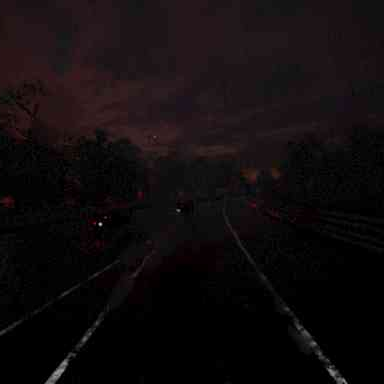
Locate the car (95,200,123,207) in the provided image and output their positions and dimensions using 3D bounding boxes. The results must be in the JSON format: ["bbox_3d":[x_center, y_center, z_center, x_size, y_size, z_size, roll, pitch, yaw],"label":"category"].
[{"bbox_3d":[-8.241,1.859,34.602,2.150,2.045,5.566,-4,0,9],"label":"car"}]

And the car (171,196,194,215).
[{"bbox_3d":[-0.953,1.625,35.784,1.837,1.490,4.892,-4,0,9],"label":"car"}]

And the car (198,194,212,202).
[{"bbox_3d":[2.494,1.549,74.031,1.994,1.385,4.181,-4,0,12],"label":"car"}]

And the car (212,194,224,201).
[{"bbox_3d":[6.096,1.237,74.223,1.837,1.490,4.892,-4,0,12],"label":"car"}]

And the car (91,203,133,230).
[{"bbox_3d":[-6.031,1.958,25.512,1.837,1.490,4.892,-4,0,8],"label":"car"}]
